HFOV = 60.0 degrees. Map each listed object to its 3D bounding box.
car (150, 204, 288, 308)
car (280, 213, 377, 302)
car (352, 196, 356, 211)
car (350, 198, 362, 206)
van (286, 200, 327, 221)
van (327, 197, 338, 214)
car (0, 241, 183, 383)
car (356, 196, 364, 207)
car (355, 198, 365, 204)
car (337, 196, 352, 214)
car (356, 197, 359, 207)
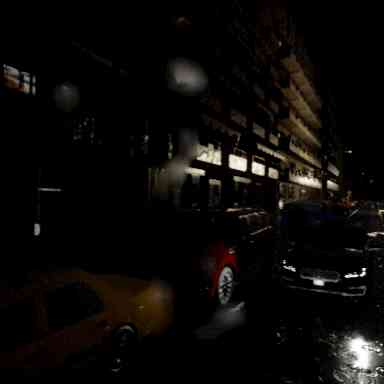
[{"bbox_3d":[0.637,1.340,8.410,2.192,1.841,5.009,2,1,29],"label":"car"},{"bbox_3d":[3.692,1.545,8.673,1.837,1.490,4.892,0,0,29],"label":"car"},{"bbox_3d":[16.746,1.532,37.417,2.192,1.841,5.009,2,1,29],"label":"car"},{"bbox_3d":[32.849,2.014,66.429,1.887,1.381,4.507,2,0,29],"label":"car"},{"bbox_3d":[6.005,1.422,18.078,1.690,1.788,3.998,2,1,29],"label":"van"},{"bbox_3d":[8.690,1.454,22.914,1.690,1.788,3.998,2,1,29],"label":"van"},{"bbox_3d":[-2.138,1.523,3.427,1.752,1.417,4.829,2,1,29],"label":"car"},{"bbox_3d":[30.170,1.737,61.592,2.192,1.841,5.009,2,0,29],"label":"car"},{"bbox_3d":[40.903,2.203,80.936,1.802,1.307,4.206,2,0,29],"label":"car"},{"bbox_3d":[14.061,1.497,32.583,2.192,1.841,5.009,2,1,29],"label":"car"},{"bbox_3d":[22.110,1.859,47.091,1.947,1.339,4.313,2,0,29],"label":"car"}]
